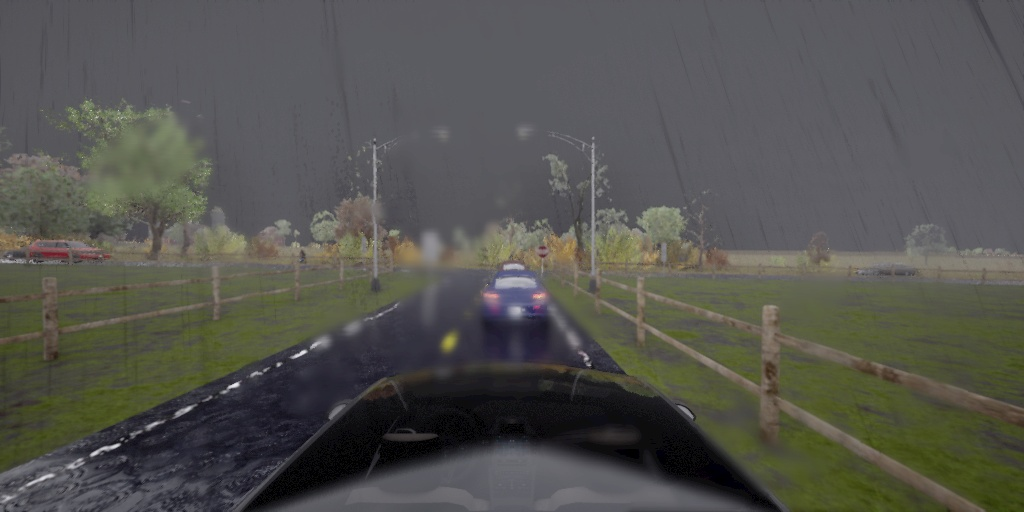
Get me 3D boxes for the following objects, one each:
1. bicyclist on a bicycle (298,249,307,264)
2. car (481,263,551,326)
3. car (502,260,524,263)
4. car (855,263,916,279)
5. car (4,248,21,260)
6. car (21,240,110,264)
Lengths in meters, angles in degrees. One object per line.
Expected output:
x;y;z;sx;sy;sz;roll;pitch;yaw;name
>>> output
-22.591;0.075;38.656;0.582;1.620;1.656;1;1;0;bicyclist on a bicycle
0.108;1.118;10.857;1.812;1.442;4.674;0;1;0;car
0.072;0.964;19.909;1.812;1.442;4.674;0;1;-1;car
37.023;1.463;35.570;4.902;1.511;2.128;1;2;0;car
-47.076;-0.334;35.589;4.892;1.490;1.837;1;2;0;car
-40.274;-0.384;32.690;5.566;2.045;2.150;1;2;0;car
